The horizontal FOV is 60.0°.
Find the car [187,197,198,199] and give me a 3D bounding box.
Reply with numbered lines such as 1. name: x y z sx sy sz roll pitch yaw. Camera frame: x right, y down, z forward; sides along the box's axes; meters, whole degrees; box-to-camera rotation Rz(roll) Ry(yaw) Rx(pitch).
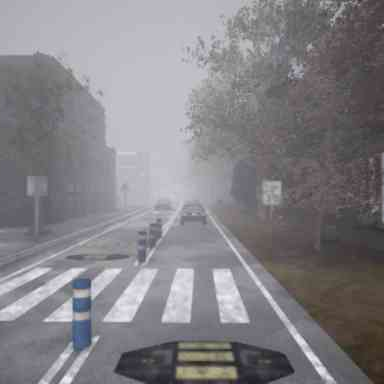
1. car: 0.055 1.399 42.809 1.882 1.535 5.008 0 0 0

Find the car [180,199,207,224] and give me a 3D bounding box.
1. car: 0.111 1.518 24.445 2.033 1.411 5.357 0 0 0

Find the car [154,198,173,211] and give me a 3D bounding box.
1. car: -3.370 1.411 39.743 1.882 1.535 5.008 0 0 0
